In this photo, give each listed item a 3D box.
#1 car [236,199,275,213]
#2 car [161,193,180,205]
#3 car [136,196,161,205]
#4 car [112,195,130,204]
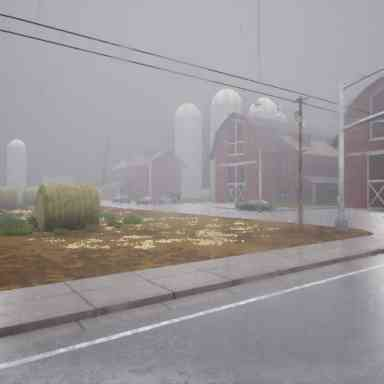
[{"bbox_3d":[6.887,1.500,36.172,1.812,1.442,4.674,0,0,-37],"label":"car"},{"bbox_3d":[-3.967,1.118,57.661,3.866,1.878,1.905,-2,5,11],"label":"car"},{"bbox_3d":[-7.641,1.480,55.776,1.812,1.442,4.674,0,0,-36],"label":"car"},{"bbox_3d":[-13.738,1.325,64.023,2.097,1.767,4.553,0,0,-37],"label":"car"}]
